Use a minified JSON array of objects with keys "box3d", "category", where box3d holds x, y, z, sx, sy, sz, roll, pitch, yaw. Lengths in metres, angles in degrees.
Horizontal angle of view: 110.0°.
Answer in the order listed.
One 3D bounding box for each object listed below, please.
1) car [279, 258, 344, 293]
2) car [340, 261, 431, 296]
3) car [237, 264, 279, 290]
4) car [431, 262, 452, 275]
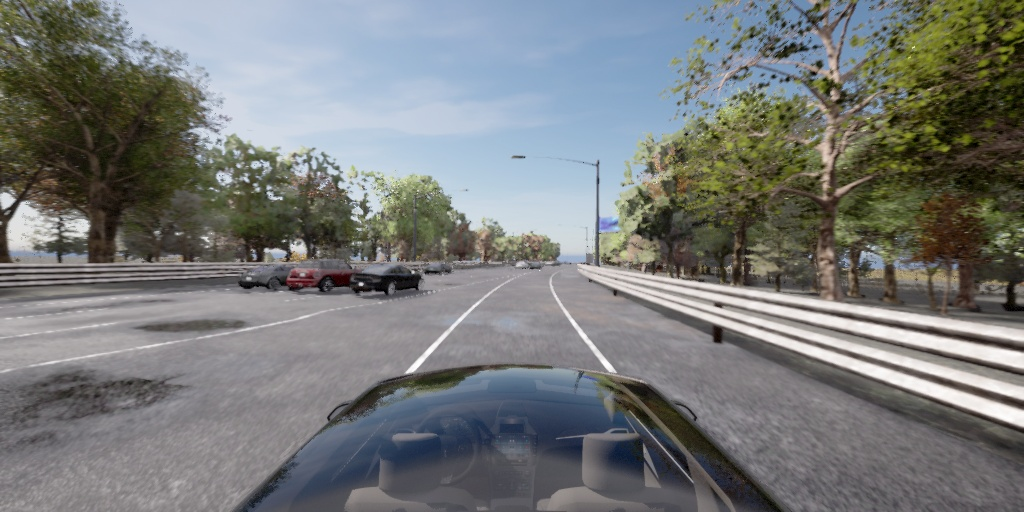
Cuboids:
[{"box3d":[-9.866,0.980,19.756,2.097,1.767,4.553,0,-1,13],"category":"car"},{"box3d":[-6.427,1.178,18.989,1.882,1.535,5.008,2,0,13],"category":"car"},{"box3d":[-13.258,1.166,20.634,1.994,1.385,4.181,0,-1,13],"category":"car"},{"box3d":[-8.503,1.442,41.770,1.994,1.385,4.181,0,-1,13],"category":"car"}]
